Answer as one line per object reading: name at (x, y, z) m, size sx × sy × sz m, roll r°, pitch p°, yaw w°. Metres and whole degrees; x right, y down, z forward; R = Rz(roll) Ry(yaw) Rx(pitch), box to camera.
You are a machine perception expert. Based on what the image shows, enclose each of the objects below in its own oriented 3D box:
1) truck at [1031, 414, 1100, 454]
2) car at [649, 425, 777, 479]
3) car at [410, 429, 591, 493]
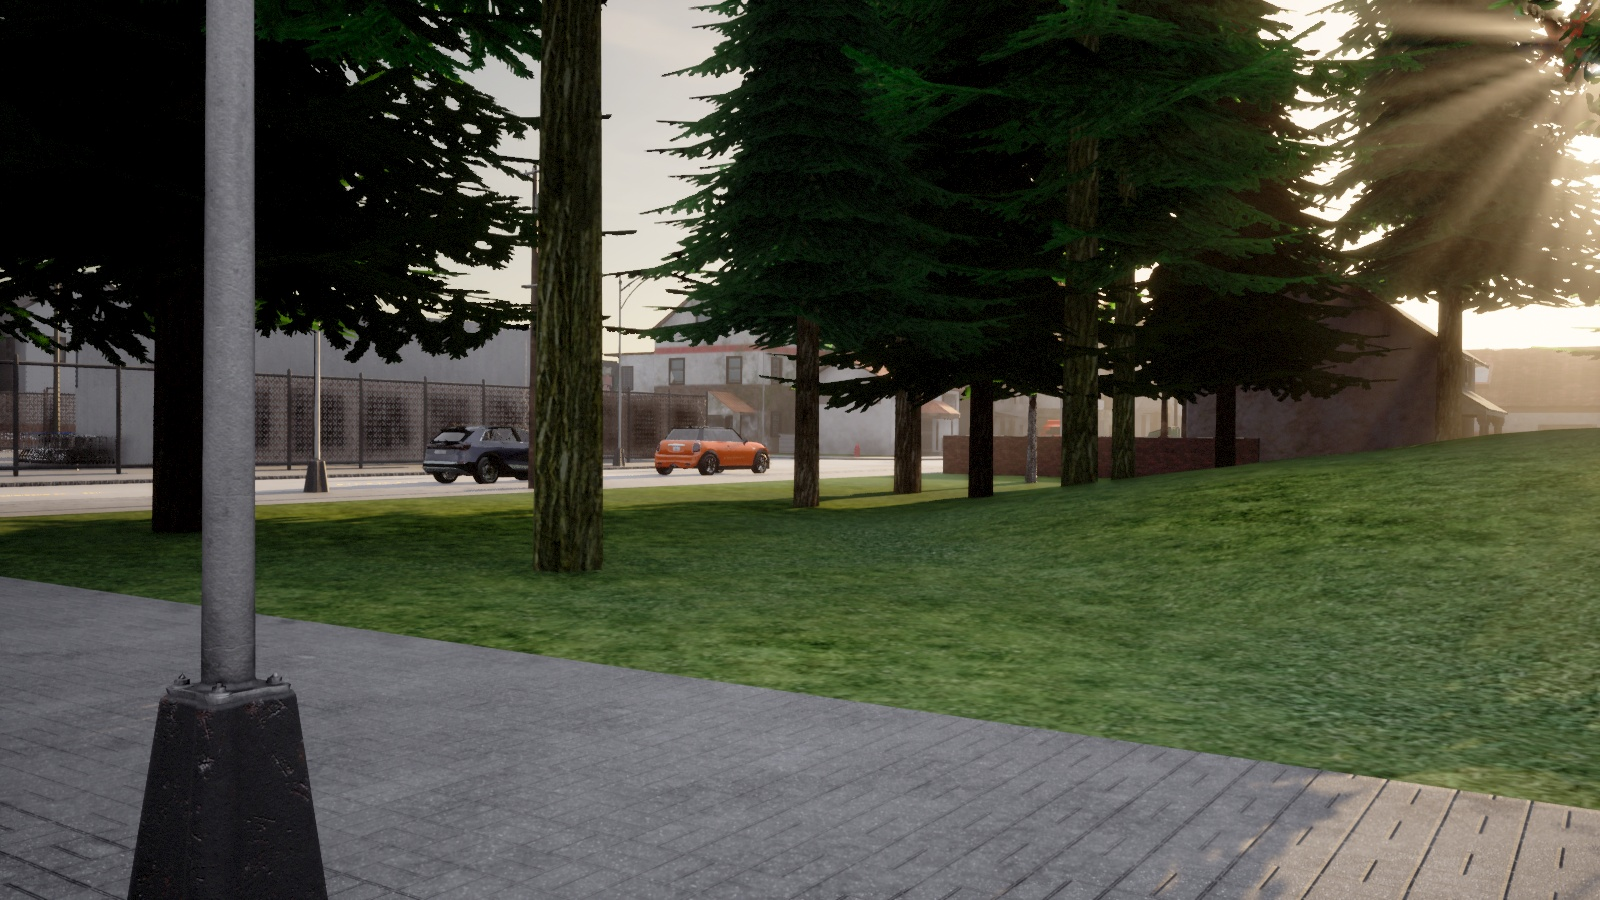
truck at (17.161, -1.016, 80.939) m, size 2.627 × 2.467 × 5.204 m, roll 0°, pitch 1°, yaw 33°
car at (-2.931, 0.024, 43.387) m, size 2.097 × 1.767 × 4.553 m, roll 0°, pitch 1°, yaw 33°
car at (-8.315, 0.255, 35.293) m, size 2.033 × 1.649 × 4.856 m, roll 0°, pitch 1°, yaw 34°
